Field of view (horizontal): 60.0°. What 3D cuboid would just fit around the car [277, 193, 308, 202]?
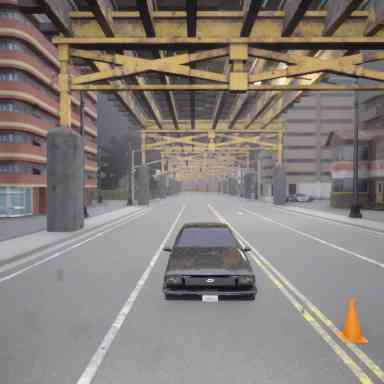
[{"bbox_3d":[17.830,0.959,58.970,4.974,1.542,2.038,0,1,25],"label":"car"}]

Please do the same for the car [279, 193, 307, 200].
[{"bbox_3d":[17.878,0.802,58.946,4.536,1.218,1.853,0,1,25],"label":"car"}]

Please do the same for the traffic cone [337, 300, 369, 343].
[{"bbox_3d":[2.455,1.949,5.097,0.340,0.580,0.340,0,0,0],"label":"traffic cone"}]

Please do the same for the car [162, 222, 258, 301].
[{"bbox_3d":[0.364,1.533,8.705,2.033,1.411,5.357,0,0,1],"label":"car"}]

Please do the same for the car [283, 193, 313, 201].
[{"bbox_3d":[17.530,0.849,54.829,4.536,1.218,1.853,0,1,-20],"label":"car"}]

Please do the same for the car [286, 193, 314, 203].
[{"bbox_3d":[17.481,1.006,54.813,4.974,1.542,2.038,0,1,-20],"label":"car"}]
